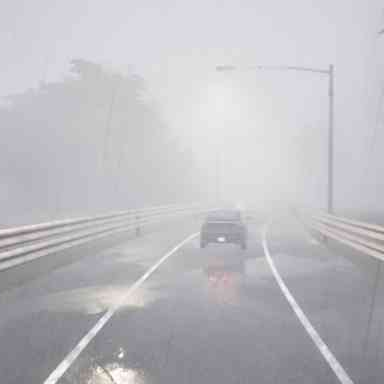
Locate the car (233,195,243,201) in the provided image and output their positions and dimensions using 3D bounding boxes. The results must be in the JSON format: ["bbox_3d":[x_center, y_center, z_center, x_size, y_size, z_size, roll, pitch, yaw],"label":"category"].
[{"bbox_3d":[10.997,1.480,80.430,1.812,1.442,4.674,0,0,-4],"label":"car"}]

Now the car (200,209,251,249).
[{"bbox_3d":[1.530,1.512,14.768,1.837,1.490,4.892,0,0,10],"label":"car"}]
